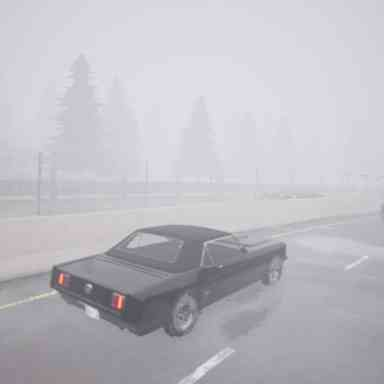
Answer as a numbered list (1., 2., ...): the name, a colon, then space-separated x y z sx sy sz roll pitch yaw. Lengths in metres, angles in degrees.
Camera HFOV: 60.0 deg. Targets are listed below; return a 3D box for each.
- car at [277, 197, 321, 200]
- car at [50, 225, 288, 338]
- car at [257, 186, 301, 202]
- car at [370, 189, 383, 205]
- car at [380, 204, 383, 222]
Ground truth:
1. car: 10.193 0.429 30.869 4.718 1.301 1.895 0 3 -37
2. car: 0.064 1.285 6.169 1.895 1.301 4.718 4 3 38
3. car: 8.978 0.151 34.271 4.674 1.442 1.812 0 3 -36
4. car: 20.352 0.530 33.668 4.892 1.490 1.837 0 3 -32
5. car: 12.400 0.968 18.880 4.902 1.511 2.128 -1 4 -41
